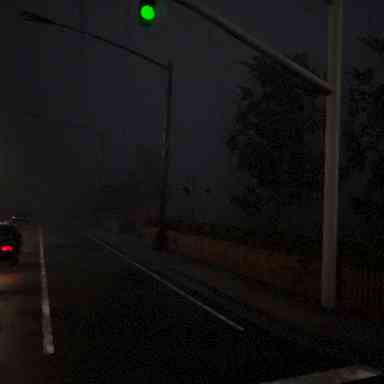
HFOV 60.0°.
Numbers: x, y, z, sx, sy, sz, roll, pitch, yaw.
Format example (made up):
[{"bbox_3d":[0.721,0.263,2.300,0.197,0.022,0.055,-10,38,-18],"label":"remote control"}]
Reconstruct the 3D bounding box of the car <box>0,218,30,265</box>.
[{"bbox_3d":[-7.790,1.974,13.147,2.033,1.411,5.357,4,-4,-25],"label":"car"}]

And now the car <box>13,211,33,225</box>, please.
[{"bbox_3d":[-18.734,2.825,36.768,2.033,1.411,5.357,4,-4,-25],"label":"car"}]
